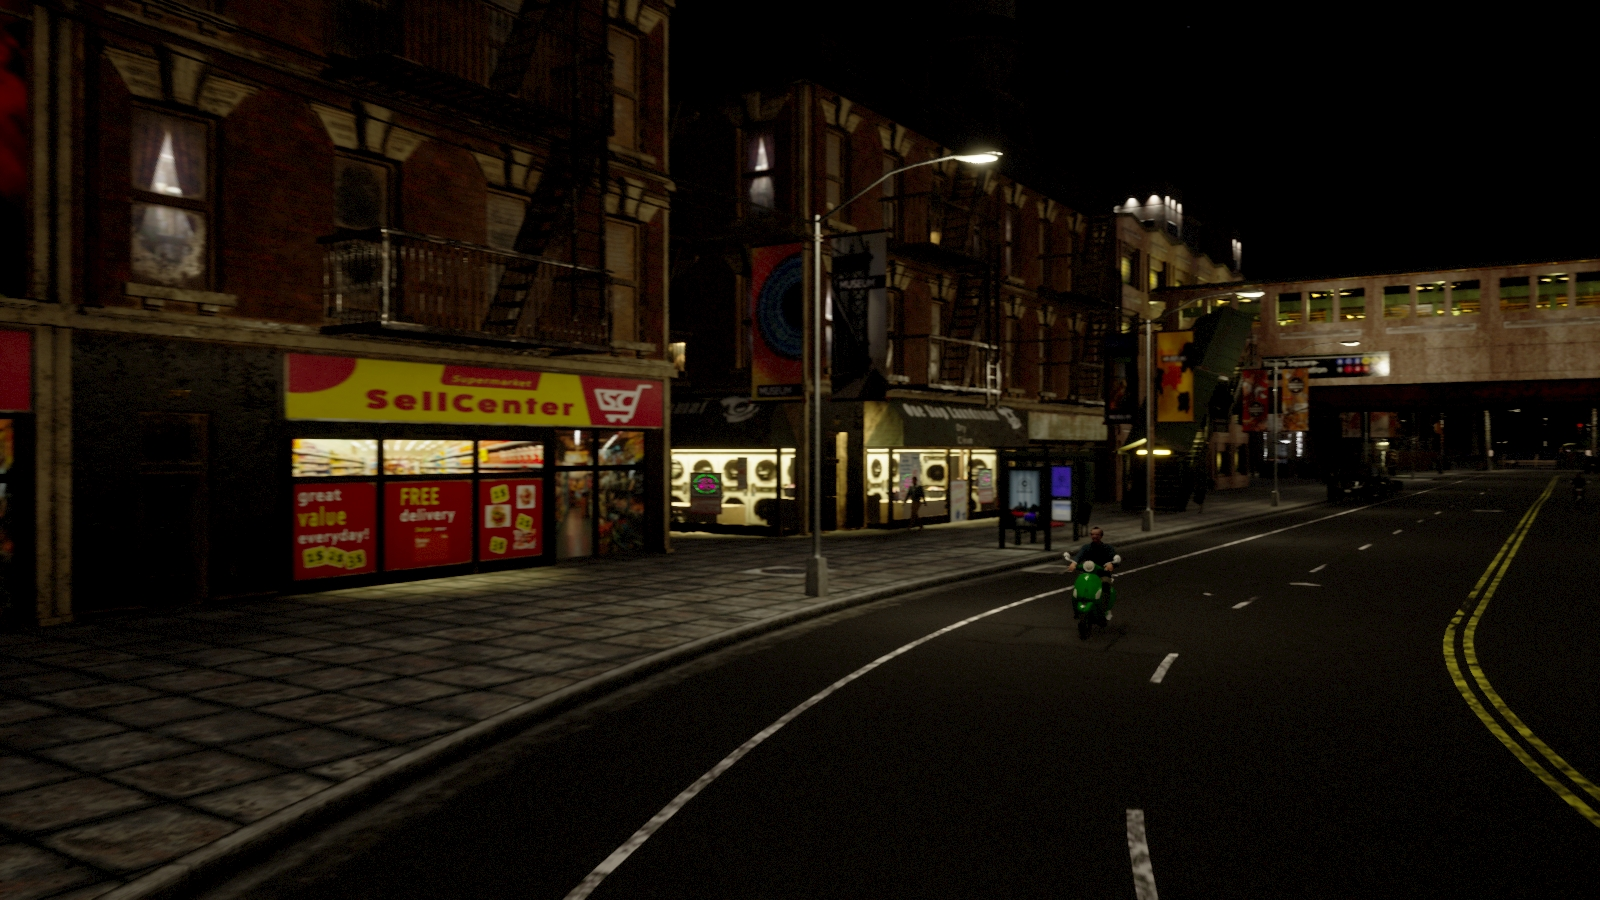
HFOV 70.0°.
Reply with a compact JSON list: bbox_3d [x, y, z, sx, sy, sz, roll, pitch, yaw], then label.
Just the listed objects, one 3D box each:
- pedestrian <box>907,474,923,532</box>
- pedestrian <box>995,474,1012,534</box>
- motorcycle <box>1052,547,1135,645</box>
[{"bbox_3d":[3.694,1.699,36.776,0.375,1.860,0.375,0,0,41],"label":"pedestrian"},{"bbox_3d":[6.425,1.701,36.025,0.375,1.860,0.375,0,0,-42],"label":"pedestrian"},{"bbox_3d":[4.499,2.185,17.446,0.856,1.236,1.805,0,0,27],"label":"motorcycle"}]
